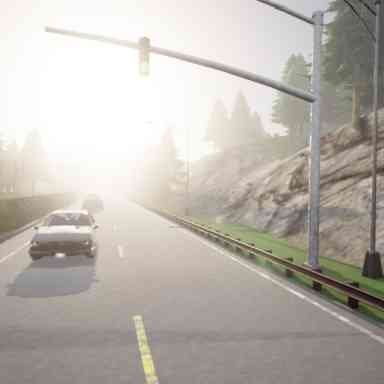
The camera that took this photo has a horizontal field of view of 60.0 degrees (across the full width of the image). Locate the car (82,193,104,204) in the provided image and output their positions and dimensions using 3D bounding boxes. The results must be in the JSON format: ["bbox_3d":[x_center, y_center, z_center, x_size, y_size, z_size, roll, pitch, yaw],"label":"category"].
[{"bbox_3d":[-10.612,0.870,35.884,2.097,1.767,4.553,1,0,-15],"label":"car"}]

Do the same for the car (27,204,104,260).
[{"bbox_3d":[-4.356,1.361,11.916,2.033,1.411,5.357,1,0,-15],"label":"car"}]
